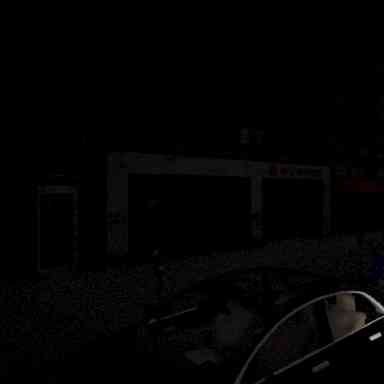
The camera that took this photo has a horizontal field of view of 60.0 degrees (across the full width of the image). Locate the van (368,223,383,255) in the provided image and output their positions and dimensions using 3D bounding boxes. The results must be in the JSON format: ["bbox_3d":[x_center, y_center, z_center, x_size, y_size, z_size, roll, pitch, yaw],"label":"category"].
[{"bbox_3d":[5.077,1.339,6.457,3.998,1.788,1.690,0,0,-35],"label":"van"}]

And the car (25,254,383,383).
[{"bbox_3d":[0.592,1.547,3.270,4.403,1.369,2.008,0,0,-35],"label":"car"}]
